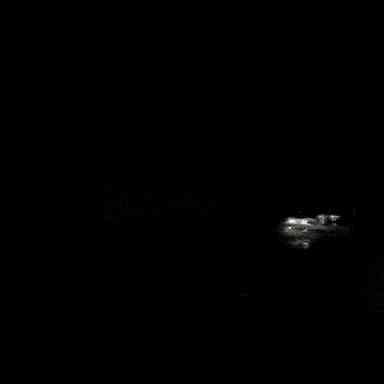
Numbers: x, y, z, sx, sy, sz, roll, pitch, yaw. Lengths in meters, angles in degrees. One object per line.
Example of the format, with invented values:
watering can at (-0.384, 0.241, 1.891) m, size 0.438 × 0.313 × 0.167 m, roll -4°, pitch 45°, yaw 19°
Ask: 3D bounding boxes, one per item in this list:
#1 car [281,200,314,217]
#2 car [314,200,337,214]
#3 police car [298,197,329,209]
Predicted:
car at (9.654, 1.532, 31.487) m, size 2.128 × 1.511 × 4.902 m, roll 0°, pitch 0°, yaw 6°
car at (13.514, 1.586, 35.468) m, size 2.033 × 1.411 × 5.357 m, roll 0°, pitch 0°, yaw -1°
police car at (18.294, 1.629, 50.421) m, size 2.038 × 1.542 × 4.974 m, roll 0°, pitch 0°, yaw -14°
